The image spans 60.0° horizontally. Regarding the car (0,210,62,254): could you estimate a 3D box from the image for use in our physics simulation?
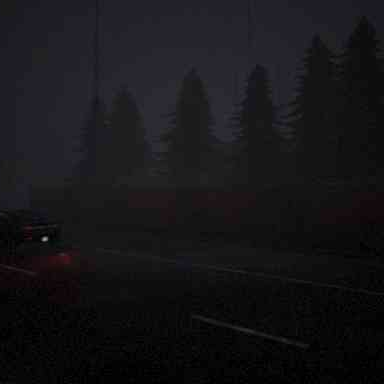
[{"bbox_3d":[-7.244,1.474,13.384,4.902,1.511,2.128,0,0,36],"label":"car"}]
